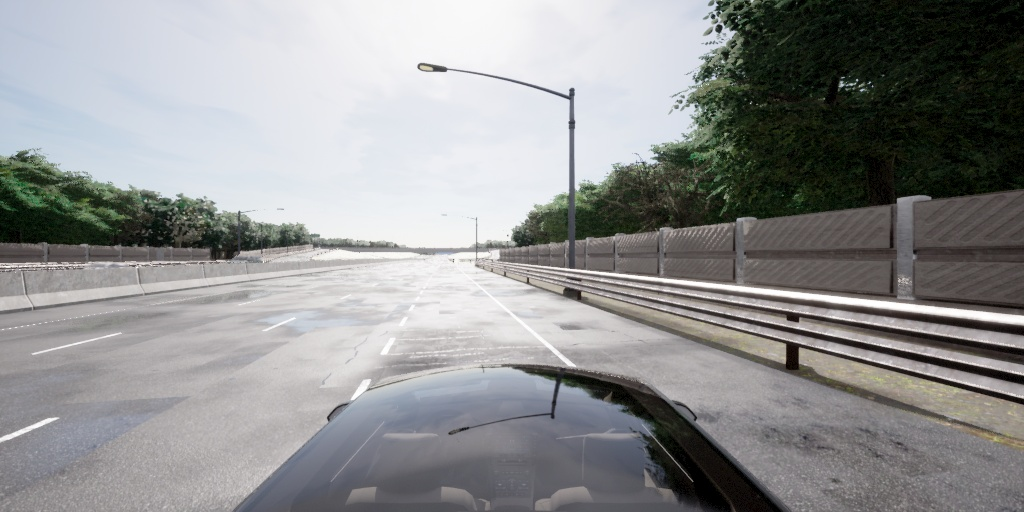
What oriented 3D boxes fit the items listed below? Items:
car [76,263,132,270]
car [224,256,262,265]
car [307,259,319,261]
[{"bbox_3d":[-33.622,1.289,29.429,1.812,1.442,4.674,0,0,-11],"label":"car"},{"bbox_3d":[-32.745,1.008,43.815,2.150,2.045,5.566,0,0,-10],"label":"car"},{"bbox_3d":[-31.441,1.282,56.453,1.882,1.535,5.008,0,0,-10],"label":"car"}]
